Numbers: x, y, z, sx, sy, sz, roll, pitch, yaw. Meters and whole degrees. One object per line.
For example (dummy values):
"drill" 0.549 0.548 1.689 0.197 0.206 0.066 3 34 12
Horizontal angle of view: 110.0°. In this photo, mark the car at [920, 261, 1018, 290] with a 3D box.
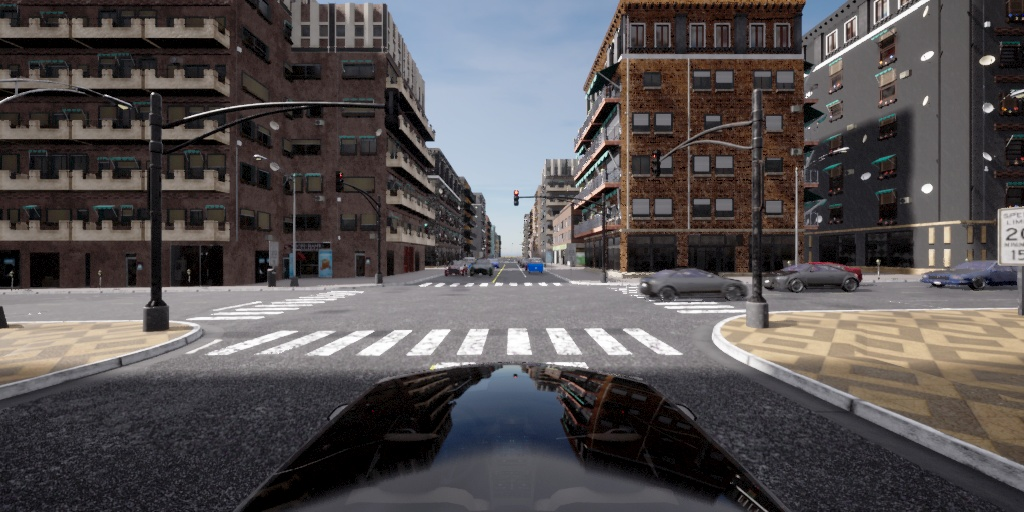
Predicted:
"car" 24.394 0.943 18.336 5.357 1.411 2.033 -1 0 0

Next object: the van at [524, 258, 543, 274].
"van" 2.614 1.081 40.834 1.690 1.789 3.998 0 0 0

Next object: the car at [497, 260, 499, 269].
"car" -2.947 1.213 54.958 1.882 1.535 5.008 0 0 0

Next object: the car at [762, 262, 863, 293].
"car" 15.026 1.088 18.310 4.181 1.385 1.994 -1 0 0

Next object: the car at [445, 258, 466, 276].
"car" -5.515 1.182 35.857 1.967 1.591 4.097 0 0 0

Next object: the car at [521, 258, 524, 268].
"car" 2.565 1.283 47.038 1.888 1.381 4.507 0 0 0

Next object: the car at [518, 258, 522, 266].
"car" 2.450 1.301 58.200 1.948 1.339 4.313 0 0 0

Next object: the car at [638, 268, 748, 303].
"car" 7.683 1.192 15.444 4.181 1.385 1.994 -1 0 0

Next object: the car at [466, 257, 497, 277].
"car" -2.919 1.094 35.129 2.097 1.767 4.553 0 0 0
